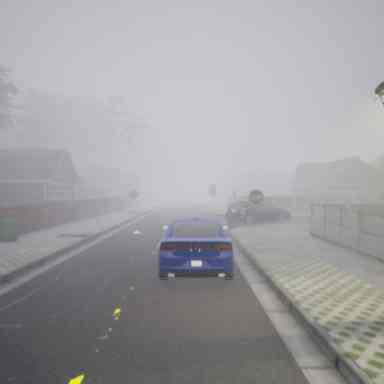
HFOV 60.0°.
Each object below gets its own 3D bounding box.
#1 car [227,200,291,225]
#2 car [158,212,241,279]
[{"bbox_3d":[4.576,1.309,22.686,4.553,1.767,2.097,0,1,-30],"label":"car"},{"bbox_3d":[0.104,1.459,9.980,1.882,1.535,5.008,0,0,0],"label":"car"}]
